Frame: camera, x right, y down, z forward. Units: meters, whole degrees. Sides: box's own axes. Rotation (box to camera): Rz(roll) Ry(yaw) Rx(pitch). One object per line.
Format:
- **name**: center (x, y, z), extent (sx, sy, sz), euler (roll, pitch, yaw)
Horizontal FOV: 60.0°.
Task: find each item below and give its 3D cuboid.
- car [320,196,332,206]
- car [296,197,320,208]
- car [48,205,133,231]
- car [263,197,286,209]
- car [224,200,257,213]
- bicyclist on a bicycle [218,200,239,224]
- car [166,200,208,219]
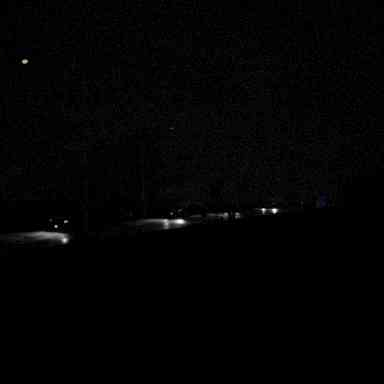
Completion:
- **car**: center (21.878, 1.465, 55.233), extent (1.882, 1.535, 5.008), euler (-1, -1, 35)
- **car**: center (16.169, 1.486, 47.118), extent (1.994, 1.385, 4.181), euler (-1, -1, 35)
- **car**: center (-6.048, 1.519, 20.652), extent (2.033, 1.411, 5.357), euler (-1, -1, 34)
- **car**: center (11.260, 1.478, 45.185), extent (1.812, 1.442, 4.674), euler (-1, -1, 36)
- **car**: center (5.440, 1.536, 36.988), extent (1.895, 1.301, 4.718), euler (-1, -1, 35)
- **bicyclist on a bicycle**: center (2.422, 1.336, 22.335), extent (1.656, 1.620, 0.582), euler (0, 0, 35)
- **car**: center (-0.322, 1.475, 28.831), extent (1.812, 1.442, 4.674), euler (-1, -1, 35)
